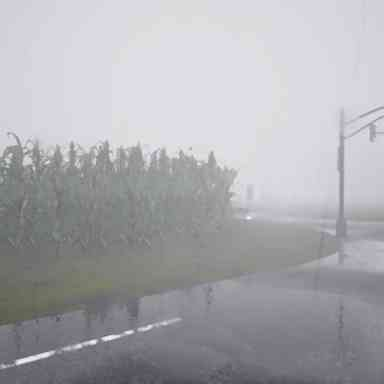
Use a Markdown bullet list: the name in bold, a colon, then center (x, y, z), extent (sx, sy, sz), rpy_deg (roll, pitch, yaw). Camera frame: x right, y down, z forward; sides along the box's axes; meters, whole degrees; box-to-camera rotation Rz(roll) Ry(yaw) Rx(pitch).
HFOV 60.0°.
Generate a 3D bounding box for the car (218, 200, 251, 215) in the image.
- **car**: center (3.436, 1.465, 32.170), extent (2.033, 1.411, 5.357), rpy_deg (1, 0, -26)
